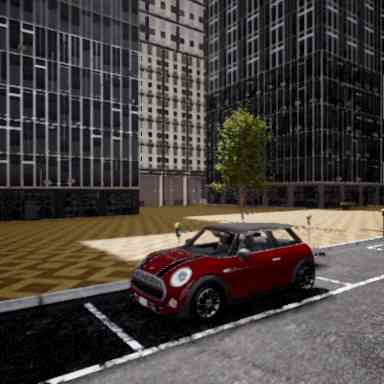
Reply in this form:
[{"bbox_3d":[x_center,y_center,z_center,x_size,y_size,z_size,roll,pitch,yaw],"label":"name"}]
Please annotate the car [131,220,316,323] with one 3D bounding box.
[{"bbox_3d":[0.754,1.417,7.101,4.097,1.590,1.967,0,0,-36],"label":"car"}]
